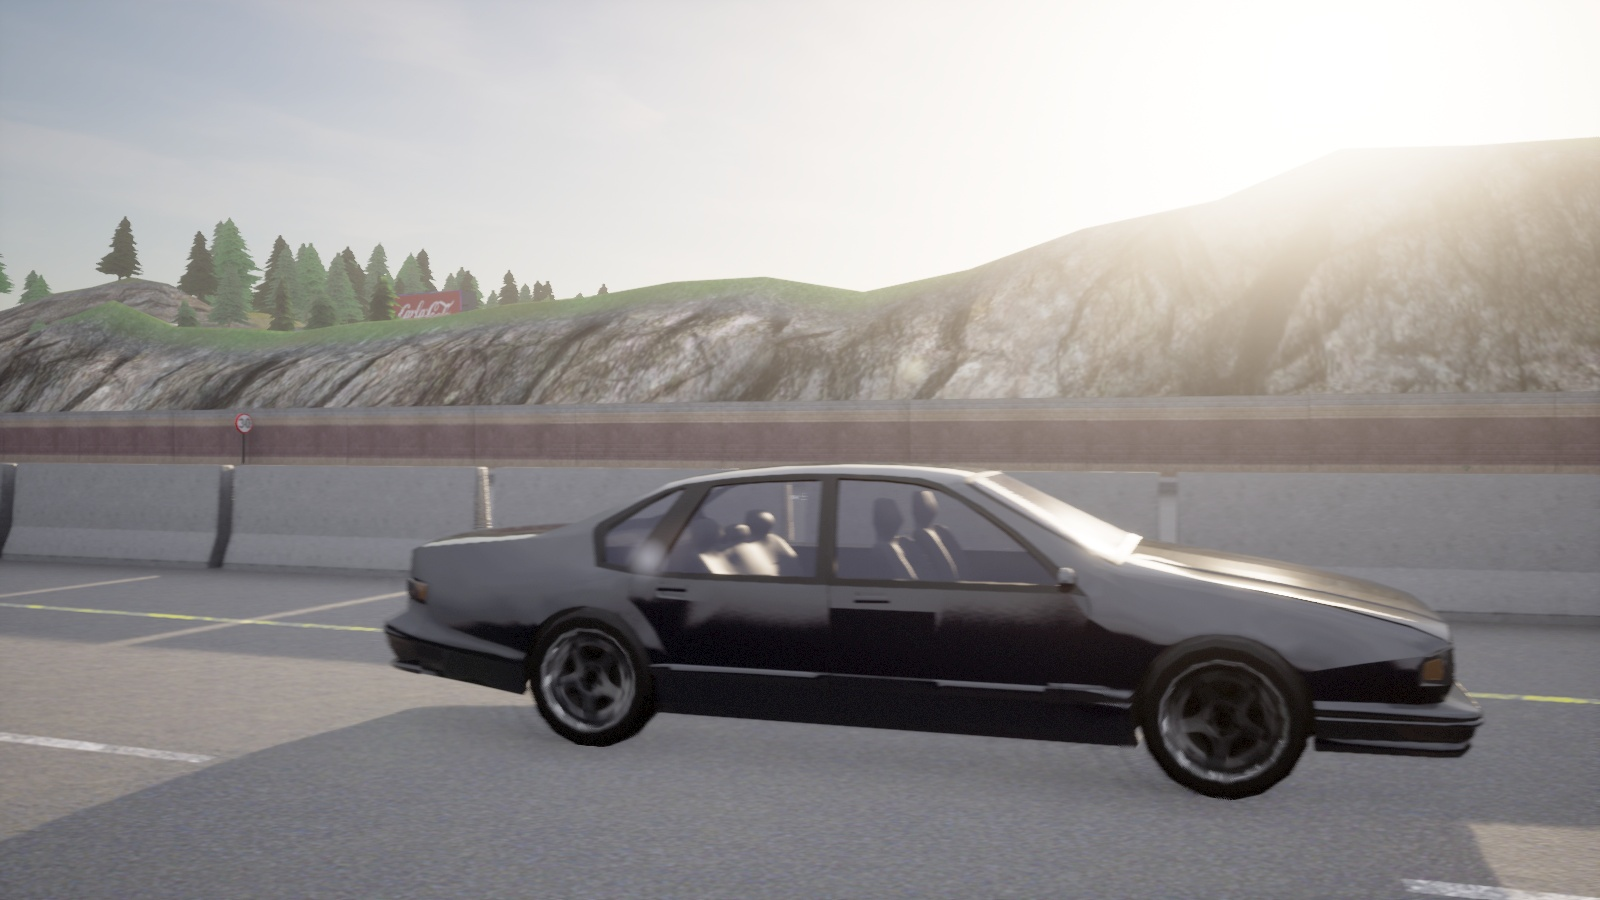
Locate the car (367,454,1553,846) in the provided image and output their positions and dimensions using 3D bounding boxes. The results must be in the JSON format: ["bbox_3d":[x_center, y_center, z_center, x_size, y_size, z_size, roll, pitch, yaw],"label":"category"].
[{"bbox_3d":[0.635,0.771,6.595,5.357,1.411,2.033,1,1,18],"label":"car"}]
